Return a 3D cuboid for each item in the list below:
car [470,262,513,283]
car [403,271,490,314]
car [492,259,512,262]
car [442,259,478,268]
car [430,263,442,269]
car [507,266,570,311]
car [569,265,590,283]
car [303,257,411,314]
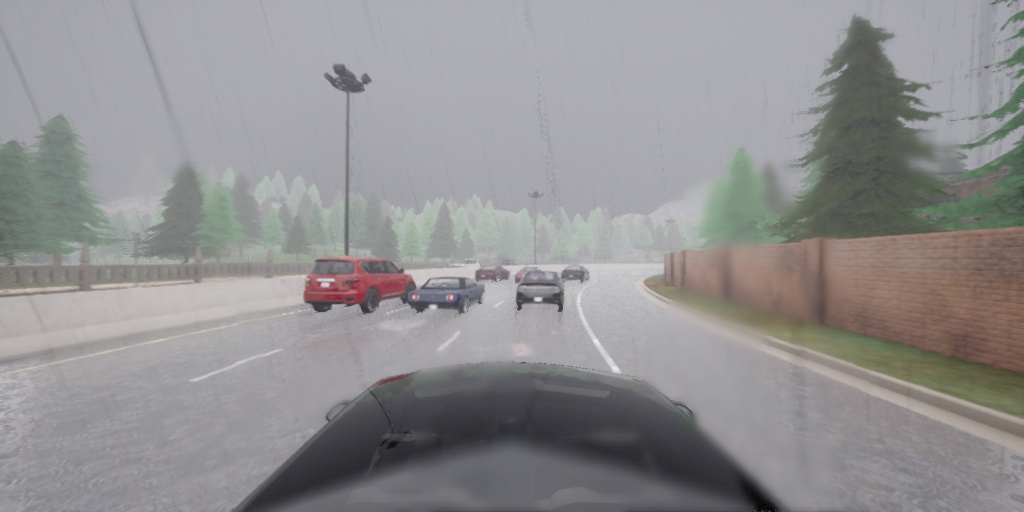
[{"bbox_3d":[-1.640,1.531,32.295,1.882,1.535,5.008,0,-1,18],"label":"car"},{"bbox_3d":[-2.391,1.471,14.449,1.895,1.301,4.718,0,-1,8],"label":"car"},{"bbox_3d":[-1.702,1.456,50.044,2.150,2.045,5.566,0,-1,28],"label":"car"},{"bbox_3d":[-6.522,1.421,48.422,2.150,2.045,5.566,0,-1,26],"label":"car"},{"bbox_3d":[-9.516,1.698,50.113,2.128,1.511,4.902,0,-1,26],"label":"car"},{"bbox_3d":[1.324,1.384,15.403,2.128,1.511,4.902,0,-1,9],"label":"car"},{"bbox_3d":[5.798,1.556,32.363,1.882,1.535,5.008,0,-1,20],"label":"car"},{"bbox_3d":[-5.886,1.082,14.638,2.150,2.045,5.566,0,-1,8],"label":"car"}]
